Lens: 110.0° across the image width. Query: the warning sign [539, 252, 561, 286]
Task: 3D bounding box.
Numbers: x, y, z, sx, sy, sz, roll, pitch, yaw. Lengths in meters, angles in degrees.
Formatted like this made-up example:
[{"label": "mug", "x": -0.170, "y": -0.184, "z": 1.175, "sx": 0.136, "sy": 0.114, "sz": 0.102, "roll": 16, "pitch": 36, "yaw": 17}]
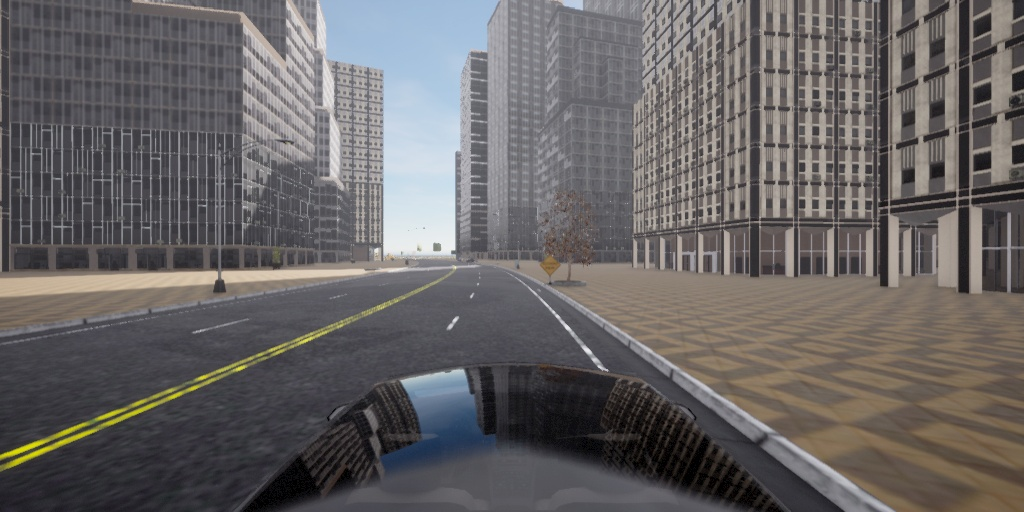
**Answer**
[{"label": "warning sign", "x": 2.307, "y": 0.848, "z": 21.723, "sx": 1.300, "sy": 1.860, "sz": 1.060, "roll": 0, "pitch": 0, "yaw": -3}]
